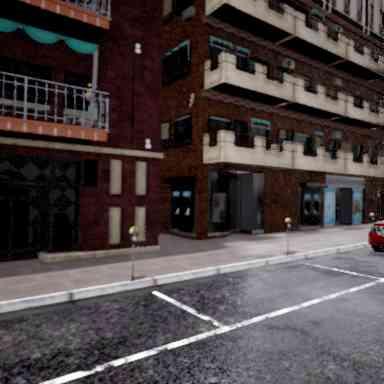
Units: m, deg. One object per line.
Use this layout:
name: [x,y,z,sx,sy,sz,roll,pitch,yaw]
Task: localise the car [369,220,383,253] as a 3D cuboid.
car: [8.939,1.395,12.918,5.009,1.841,2.192,0,1,-35]
